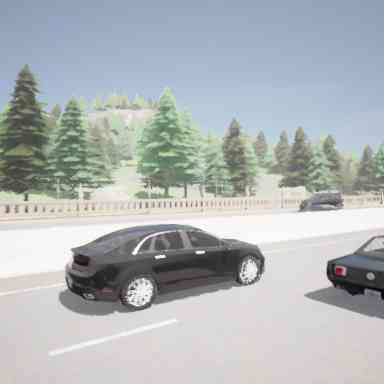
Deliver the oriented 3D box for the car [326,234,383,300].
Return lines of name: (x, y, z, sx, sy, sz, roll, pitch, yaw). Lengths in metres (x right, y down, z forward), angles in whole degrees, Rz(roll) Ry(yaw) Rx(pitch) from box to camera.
car: (5.136, 1.587, 7.406, 4.718, 1.301, 1.895, 0, 0, -35)

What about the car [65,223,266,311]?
car: (-0.364, 1.499, 7.784, 4.892, 1.490, 1.837, 0, 0, -35)

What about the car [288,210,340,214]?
car: (8.753, 1.568, 23.117, 4.718, 1.301, 1.895, 0, 0, -35)
